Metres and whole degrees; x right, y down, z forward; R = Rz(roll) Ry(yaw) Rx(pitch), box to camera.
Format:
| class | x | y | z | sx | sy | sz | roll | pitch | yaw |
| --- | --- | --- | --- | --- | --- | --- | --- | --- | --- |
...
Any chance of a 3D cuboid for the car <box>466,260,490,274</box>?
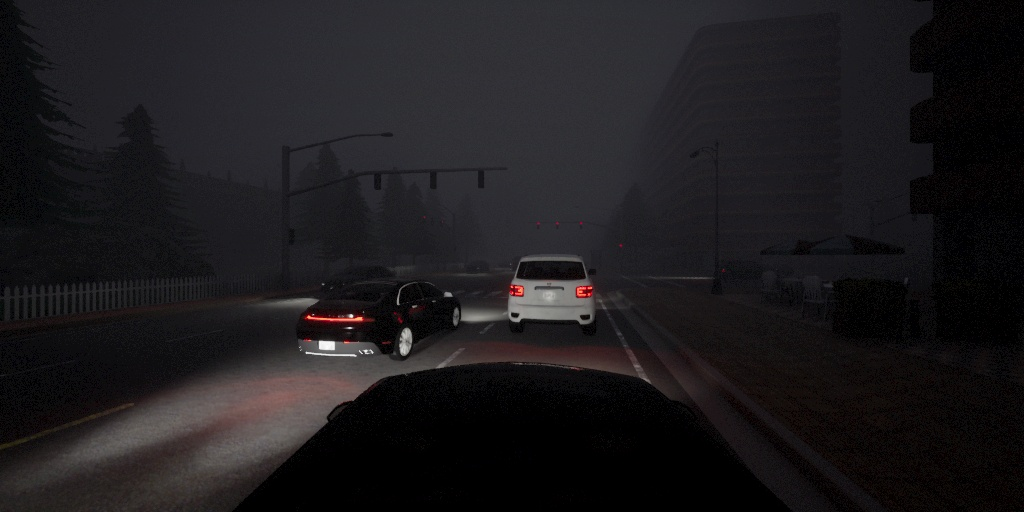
| class | x | y | z | sx | sy | sz | roll | pitch | yaw |
| --- | --- | --- | --- | --- | --- | --- | --- | --- | --- |
| car | -3.949 | 1.232 | 42.274 | 1.882 | 1.535 | 5.008 | 0 | 0 | 10 |

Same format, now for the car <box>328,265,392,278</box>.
| class | x | y | z | sx | sy | sz | roll | pitch | yaw |
| --- | --- | --- | --- | --- | --- | --- | --- | --- | --- |
| car | -8.029 | 1.255 | 19.184 | 1.837 | 1.490 | 4.892 | 0 | 0 | 10 |

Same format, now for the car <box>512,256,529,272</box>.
| class | x | y | z | sx | sy | sz | roll | pitch | yaw |
| --- | --- | --- | --- | --- | --- | --- | --- | --- | --- |
| car | 1.193 | 0.972 | 48.149 | 2.150 | 2.045 | 5.566 | 0 | 0 | 3 |

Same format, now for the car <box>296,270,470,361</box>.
| class | x | y | z | sx | sy | sz | roll | pitch | yaw |
| --- | --- | --- | --- | --- | --- | --- | --- | --- | --- |
| car | -2.662 | 1.255 | 8.394 | 1.837 | 1.490 | 4.892 | 0 | 0 | 10 |

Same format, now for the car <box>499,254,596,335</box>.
| class | x | y | z | sx | sy | sz | roll | pitch | yaw |
| --- | --- | --- | --- | --- | --- | --- | --- | --- | --- |
| car | 1.319 | 0.971 | 10.727 | 2.150 | 2.045 | 5.566 | 0 | 0 | 10 |

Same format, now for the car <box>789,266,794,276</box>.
| class | x | y | z | sx | sy | sz | roll | pitch | yaw |
| --- | --- | --- | --- | --- | --- | --- | --- | --- | --- |
| car | 22.456 | 1.297 | 32.327 | 4.902 | 1.511 | 2.128 | 0 | 0 | 10 |

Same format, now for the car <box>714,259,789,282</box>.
| class | x | y | z | sx | sy | sz | roll | pitch | yaw |
| --- | --- | --- | --- | --- | --- | --- | --- | --- | --- |
| car | 19.178 | 1.156 | 29.190 | 4.553 | 1.767 | 2.097 | 0 | 0 | 10 |
